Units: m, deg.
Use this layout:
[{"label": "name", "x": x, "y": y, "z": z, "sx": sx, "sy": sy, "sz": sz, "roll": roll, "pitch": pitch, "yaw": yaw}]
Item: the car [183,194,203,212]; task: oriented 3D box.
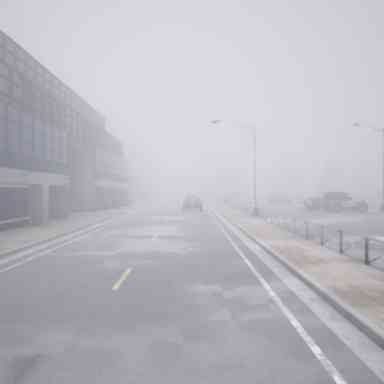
[{"label": "car", "x": 0.057, "y": 1.141, "z": 35.989, "sx": 2.097, "sy": 1.767, "sz": 4.553, "roll": 0, "pitch": 0, "yaw": 0}]

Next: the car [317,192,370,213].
[{"label": "car", "x": 14.131, "y": 0.925, "z": 30.849, "sx": 3.866, "sy": 1.878, "sz": 1.905, "roll": 0, "pitch": 0, "yaw": 0}]

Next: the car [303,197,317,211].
[{"label": "car", "x": 13.715, "y": 0.928, "z": 33.754, "sx": 4.605, "sy": 1.855, "sz": 1.932, "roll": 0, "pitch": 0, "yaw": 0}]

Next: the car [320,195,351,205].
[{"label": "car", "x": 21.253, "y": 1.130, "z": 49.369, "sx": 3.806, "sy": 1.475, "sz": 1.970, "roll": 0, "pitch": 0, "yaw": 0}]

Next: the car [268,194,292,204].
[{"label": "car", "x": 13.829, "y": 1.096, "z": 52.339, "sx": 3.633, "sy": 1.501, "sz": 1.845, "roll": 0, "pitch": 0, "yaw": 0}]

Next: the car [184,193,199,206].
[{"label": "car", "x": -0.037, "y": 1.074, "z": 47.498, "sx": 2.097, "sy": 1.767, "sz": 4.553, "roll": 0, "pitch": 0, "yaw": 0}]
